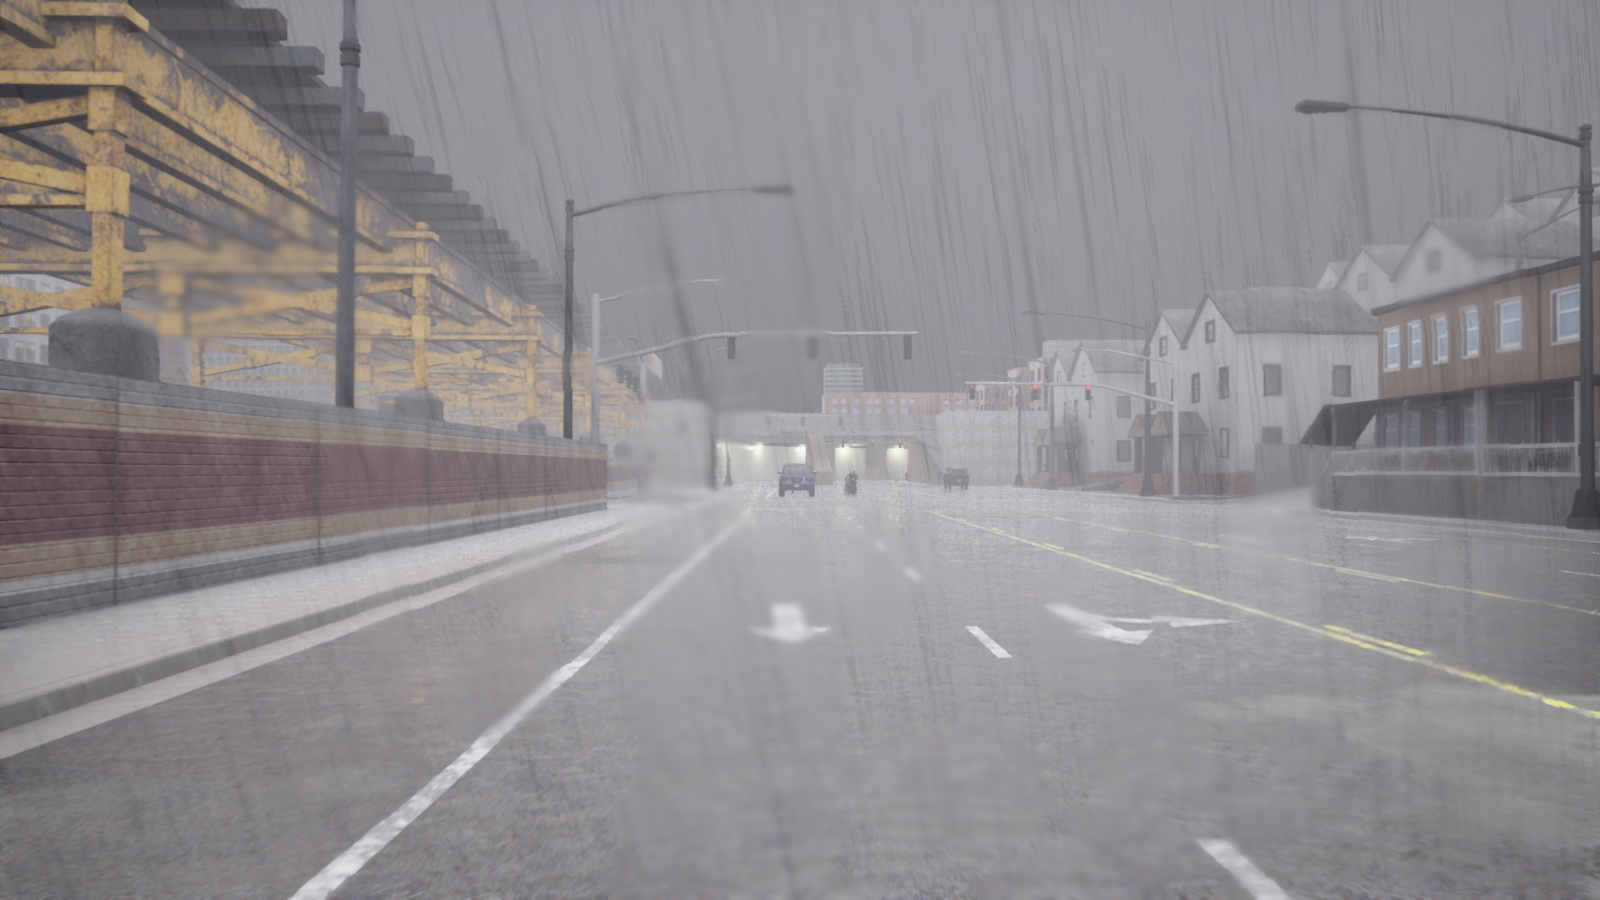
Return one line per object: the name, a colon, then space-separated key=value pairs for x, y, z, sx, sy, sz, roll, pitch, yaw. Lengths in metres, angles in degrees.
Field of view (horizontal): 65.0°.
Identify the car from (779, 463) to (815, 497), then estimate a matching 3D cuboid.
car: x=-0.175 y=1.841 z=78.058 sx=2.150 sy=2.045 sz=5.566 roll=0 pitch=-1 yaw=0
